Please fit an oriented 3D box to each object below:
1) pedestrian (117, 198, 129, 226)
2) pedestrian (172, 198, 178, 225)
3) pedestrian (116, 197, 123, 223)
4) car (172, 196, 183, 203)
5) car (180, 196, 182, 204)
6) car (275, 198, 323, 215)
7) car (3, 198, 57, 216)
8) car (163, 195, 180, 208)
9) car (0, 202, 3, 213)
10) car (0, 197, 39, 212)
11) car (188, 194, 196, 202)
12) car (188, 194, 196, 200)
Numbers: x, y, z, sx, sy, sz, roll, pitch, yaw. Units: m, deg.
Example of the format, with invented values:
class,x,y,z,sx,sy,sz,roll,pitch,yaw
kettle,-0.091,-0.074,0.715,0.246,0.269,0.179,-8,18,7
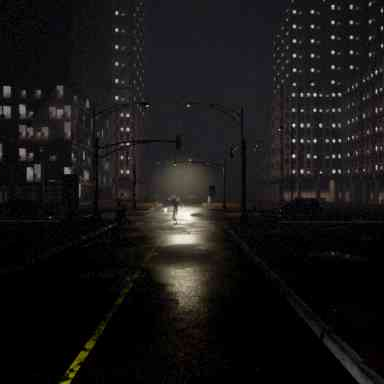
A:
class,x,y,z,sx,sy,sz,roll,pitch,yaw
pedestrian,-4.583,1.293,22.097,0.375,1.860,0.375,0,0,0
pedestrian,-1.166,1.293,22.696,0.375,1.860,0.375,0,0,0
pedestrian,-5.097,1.252,23.295,0.375,1.860,0.375,0,0,0
car,-3.012,1.533,69.317,2.033,1.411,5.357,0,0,0
car,-3.092,1.346,57.814,2.097,1.767,4.553,0,0,0
car,10.934,1.416,34.134,4.553,1.767,2.097,0,0,-1
car,-15.058,1.399,30.514,5.008,1.535,1.882,0,0,-2
car,-3.117,1.560,48.658,1.994,1.385,4.181,0,0,-1
car,-18.900,1.415,27.732,4.829,1.417,1.752,0,-1,-1
car,-19.212,1.360,36.368,4.097,1.590,1.967,0,-1,-1
car,-0.013,1.575,79.023,1.895,1.301,4.718,0,0,0
car,-0.016,1.357,88.998,2.033,1.411,5.357,0,0,0
